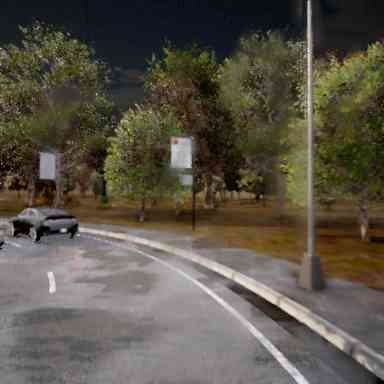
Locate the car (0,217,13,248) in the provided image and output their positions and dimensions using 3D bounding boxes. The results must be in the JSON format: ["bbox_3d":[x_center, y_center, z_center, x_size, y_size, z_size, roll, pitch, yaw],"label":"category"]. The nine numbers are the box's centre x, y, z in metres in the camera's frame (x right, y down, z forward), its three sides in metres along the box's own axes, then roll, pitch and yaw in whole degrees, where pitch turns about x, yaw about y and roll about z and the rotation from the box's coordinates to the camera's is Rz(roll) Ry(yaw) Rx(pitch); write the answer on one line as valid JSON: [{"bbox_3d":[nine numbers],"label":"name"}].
[{"bbox_3d":[-9.085,1.518,13.471,1.812,1.442,4.674,0,0,-44],"label":"car"}]

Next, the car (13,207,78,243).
[{"bbox_3d":[-7.326,1.464,16.160,4.902,1.511,2.128,0,0,44],"label":"car"}]
